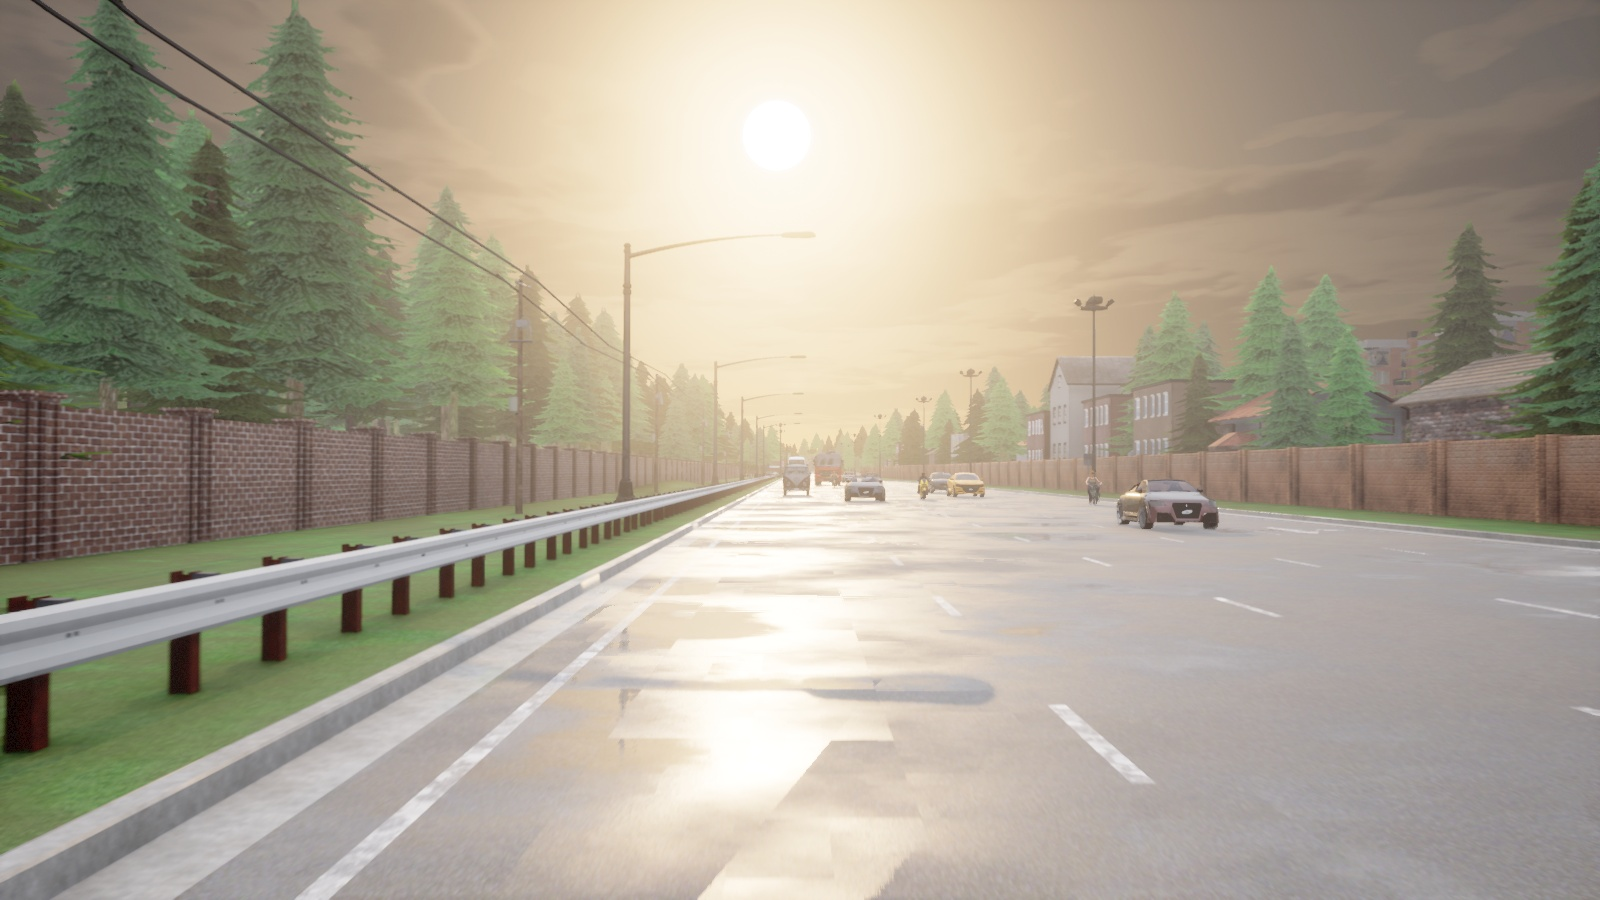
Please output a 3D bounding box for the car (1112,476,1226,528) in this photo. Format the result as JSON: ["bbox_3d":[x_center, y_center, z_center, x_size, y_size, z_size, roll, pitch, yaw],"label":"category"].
[{"bbox_3d":[10.412,1.435,35.729,1.994,1.385,4.181,0,-1,0],"label":"car"}]

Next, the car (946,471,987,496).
[{"bbox_3d":[10.306,2.059,78.127,1.882,1.535,5.008,0,-1,0],"label":"car"}]

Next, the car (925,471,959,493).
[{"bbox_3d":[10.274,2.305,91.172,1.837,1.490,4.892,0,-1,0],"label":"car"}]

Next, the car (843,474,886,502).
[{"bbox_3d":[3.338,1.958,65.290,1.994,1.385,4.181,0,-1,0],"label":"car"}]

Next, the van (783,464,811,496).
[{"bbox_3d":[-0.200,1.917,80.557,1.775,1.987,4.442,0,-1,0],"label":"van"}]
